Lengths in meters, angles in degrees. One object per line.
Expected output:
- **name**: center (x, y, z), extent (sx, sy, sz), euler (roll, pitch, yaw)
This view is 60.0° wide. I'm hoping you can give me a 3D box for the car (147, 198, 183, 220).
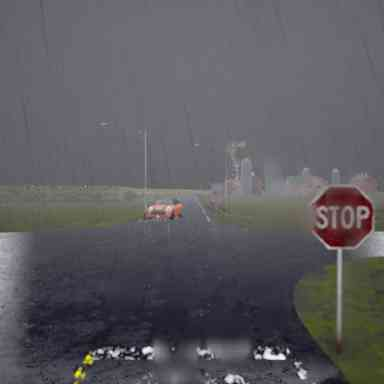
- **car**: center (-2.204, 1.363, 28.559), extent (2.097, 1.767, 4.553), euler (0, 0, 13)
